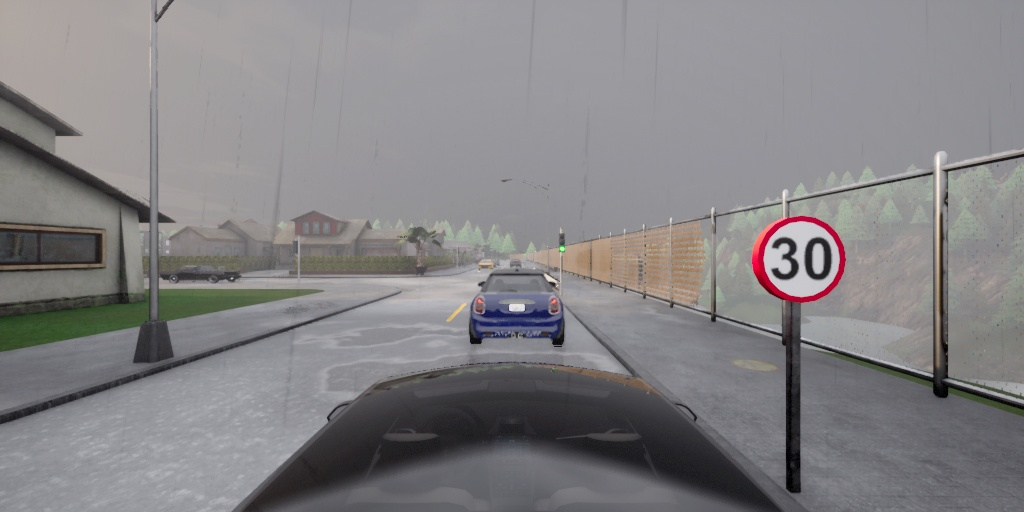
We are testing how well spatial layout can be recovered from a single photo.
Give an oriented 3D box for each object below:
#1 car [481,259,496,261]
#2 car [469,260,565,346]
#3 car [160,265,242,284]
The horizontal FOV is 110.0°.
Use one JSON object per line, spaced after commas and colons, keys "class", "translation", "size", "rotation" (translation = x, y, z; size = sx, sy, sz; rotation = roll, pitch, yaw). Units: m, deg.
{"class": "car", "translation": [-3.667, 1.227, 51.188], "size": [1.882, 1.535, 5.008], "rotation": [0, 0, 1]}
{"class": "car", "translation": [0.133, 1.101, 9.603], "size": [2.097, 1.767, 4.553], "rotation": [0, 0, 1]}
{"class": "car", "translation": [-23.002, 1.351, 26.656], "size": [4.718, 1.301, 1.895], "rotation": [0, 0, 1]}
